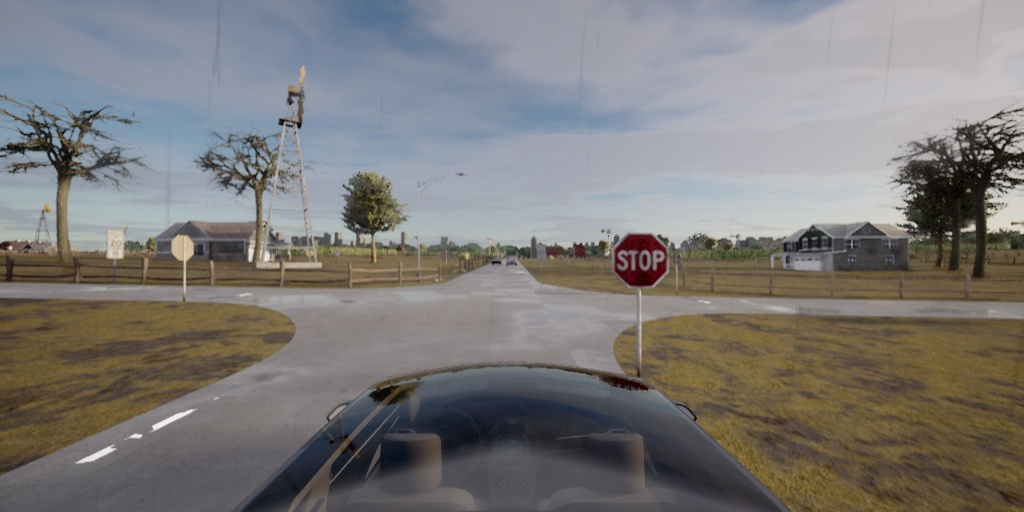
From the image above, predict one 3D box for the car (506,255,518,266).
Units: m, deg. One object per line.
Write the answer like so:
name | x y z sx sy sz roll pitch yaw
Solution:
car | -0.035 0.980 61.461 2.033 1.411 5.357 0 0 0
